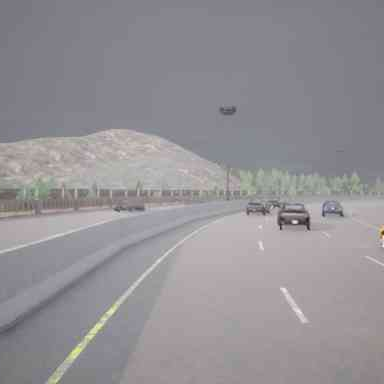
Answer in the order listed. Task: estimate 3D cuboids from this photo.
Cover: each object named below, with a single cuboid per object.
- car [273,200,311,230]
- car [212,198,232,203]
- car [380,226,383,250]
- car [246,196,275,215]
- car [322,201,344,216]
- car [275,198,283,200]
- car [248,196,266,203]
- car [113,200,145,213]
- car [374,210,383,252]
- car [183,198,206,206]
[{"bbox_3d":[6.499,1.491,21.421,2.128,1.511,4.902,0,0,14],"label":"car"},{"bbox_3d":[4.210,1.546,45.563,2.033,1.411,5.357,0,0,27],"label":"car"},{"bbox_3d":[3.680,1.220,2.064,2.150,2.045,5.566,0,0,2],"label":"car"},{"bbox_3d":[6.709,1.491,33.520,2.128,1.511,4.902,0,0,21],"label":"car"},{"bbox_3d":[13.645,1.546,32.253,2.033,1.411,5.357,0,0,23],"label":"car"},{"bbox_3d":[11.010,1.503,43.045,1.837,1.490,4.892,0,0,28],"label":"car"},{"bbox_3d":[14.025,1.529,71.872,1.994,1.385,4.181,0,0,42],"label":"car"},{"bbox_3d":[-6.995,1.563,37.371,1.994,1.385,4.181,0,0,21],"label":"car"},{"bbox_3d":[7.972,1.477,10.849,1.882,1.535,5.008,0,0,7],"label":"car"},{"bbox_3d":[0.370,1.563,45.553,1.994,1.385,4.181,0,0,27],"label":"car"}]
